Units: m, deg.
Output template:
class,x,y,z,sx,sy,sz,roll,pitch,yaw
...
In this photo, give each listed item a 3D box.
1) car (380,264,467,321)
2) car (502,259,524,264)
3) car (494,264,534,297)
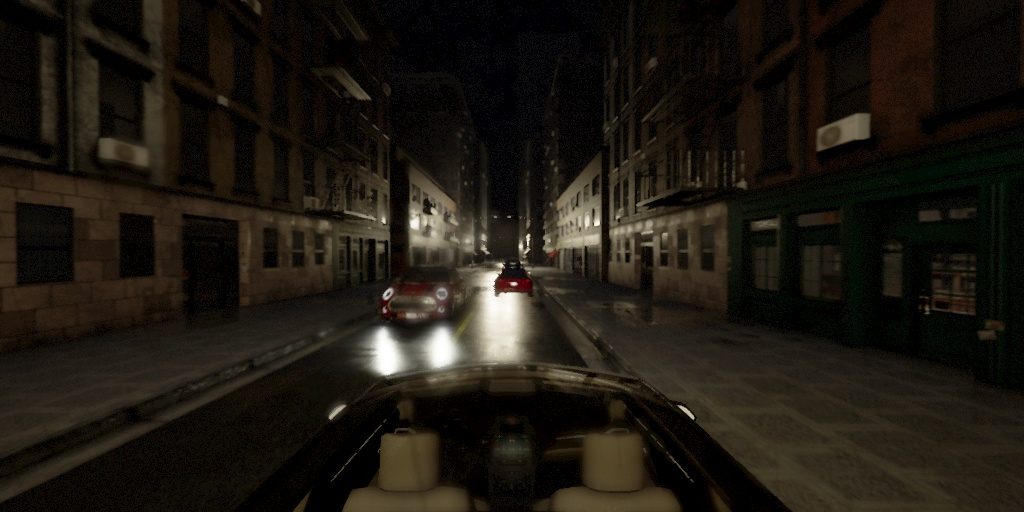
class,x,y,z,sx,sy,sz,roll,pitch,yaw
car,-2.828,1.099,12.389,2.097,1.767,4.553,0,0,0
car,0.100,1.103,34.838,2.097,1.767,4.553,0,0,0
car,0.098,1.311,19.126,1.994,1.385,4.181,0,0,0
